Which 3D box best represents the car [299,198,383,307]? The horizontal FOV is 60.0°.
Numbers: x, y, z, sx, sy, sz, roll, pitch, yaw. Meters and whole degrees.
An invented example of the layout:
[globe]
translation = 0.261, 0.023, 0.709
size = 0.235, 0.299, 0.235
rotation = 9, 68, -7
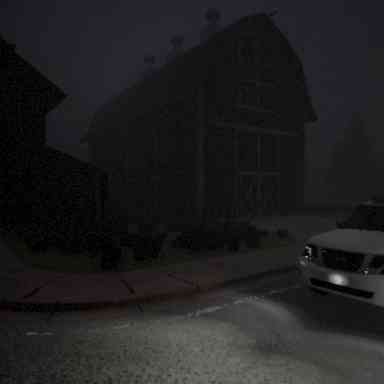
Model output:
[car]
translation = 4.791, 1.155, 7.403
size = 5.566, 2.045, 2.150
rotation = -1, 0, -35
